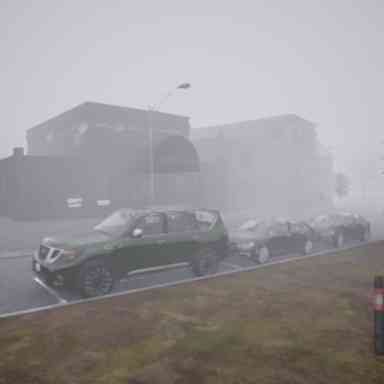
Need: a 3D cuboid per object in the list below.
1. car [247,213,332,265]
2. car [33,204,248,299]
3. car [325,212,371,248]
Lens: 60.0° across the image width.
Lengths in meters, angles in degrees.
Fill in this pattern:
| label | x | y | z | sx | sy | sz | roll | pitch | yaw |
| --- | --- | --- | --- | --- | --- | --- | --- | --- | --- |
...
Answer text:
| label | x | y | z | sx | sy | sz | roll | pitch | yaw |
| --- | --- | --- | --- | --- | --- | --- | --- | --- | --- |
| car | 3.005 | 1.718 | 12.924 | 4.892 | 1.521 | 2.231 | 1 | 2 | -40 |
| car | -1.361 | 1.421 | 9.379 | 5.566 | 2.045 | 2.435 | 1 | 2 | -38 |
| car | 7.225 | 1.765 | 16.592 | 4.892 | 1.521 | 2.231 | 1 | 2 | -41 |
